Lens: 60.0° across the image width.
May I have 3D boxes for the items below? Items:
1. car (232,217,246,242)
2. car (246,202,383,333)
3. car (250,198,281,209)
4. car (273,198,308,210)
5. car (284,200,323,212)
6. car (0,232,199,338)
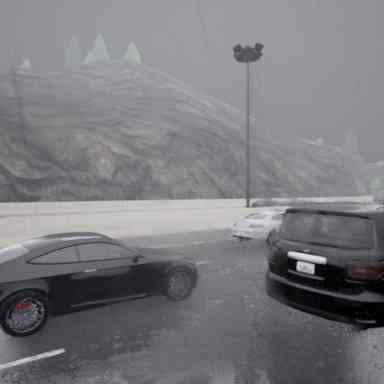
[{"bbox_3d":[3.899,1.528,15.131,4.674,1.442,1.812,0,0,-36],"label":"car"},{"bbox_3d":[3.876,1.222,6.514,5.566,2.045,2.150,0,0,-36],"label":"car"},{"bbox_3d":[10.097,1.571,45.602,4.181,1.385,1.994,0,0,-36],"label":"car"},{"bbox_3d":[12.861,1.532,43.284,4.674,1.442,1.812,0,0,-36],"label":"car"},{"bbox_3d":[13.140,1.607,39.177,4.718,1.301,1.895,0,0,-36],"label":"car"},{"bbox_3d":[-2.030,1.527,6.597,4.674,1.442,1.812,0,0,-36],"label":"car"}]
